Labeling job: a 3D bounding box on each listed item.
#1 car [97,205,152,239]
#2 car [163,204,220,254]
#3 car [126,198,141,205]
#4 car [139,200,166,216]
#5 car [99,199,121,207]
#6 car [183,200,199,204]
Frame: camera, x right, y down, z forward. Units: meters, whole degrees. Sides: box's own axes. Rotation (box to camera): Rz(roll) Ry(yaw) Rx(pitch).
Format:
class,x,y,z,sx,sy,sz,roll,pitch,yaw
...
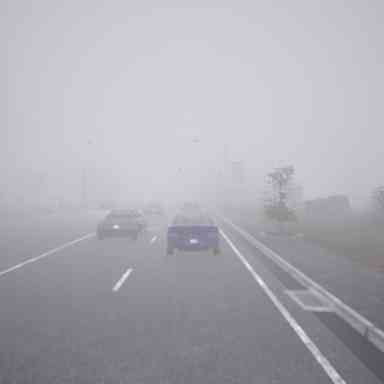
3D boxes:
class,x,y,z,sx,sy,sz,roll,pitch,yaw
car,-3.488,1.575,17.271,1.994,1.385,4.181,0,0,0
car,0.036,1.486,13.572,1.882,1.535,5.008,0,0,0
car,-7.277,1.553,42.699,1.812,1.442,4.674,0,0,0
car,-3.590,1.584,32.287,1.994,1.385,4.181,0,0,0
car,-10.775,1.629,43.651,1.895,1.301,4.718,0,0,0
car,-0.088,1.510,31.909,2.128,1.511,4.902,0,0,0
